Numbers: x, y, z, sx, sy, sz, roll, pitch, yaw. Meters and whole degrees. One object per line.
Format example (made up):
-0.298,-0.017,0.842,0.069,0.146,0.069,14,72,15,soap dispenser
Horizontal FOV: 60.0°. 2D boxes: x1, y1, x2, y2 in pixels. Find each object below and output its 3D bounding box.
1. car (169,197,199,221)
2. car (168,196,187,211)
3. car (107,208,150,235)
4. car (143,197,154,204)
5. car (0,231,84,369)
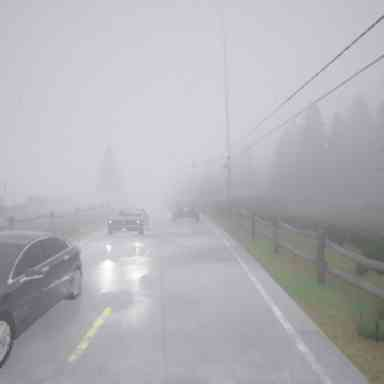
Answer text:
-0.607,1.373,27.179,2.097,1.767,4.553,0,0,-4,car
-1.867,1.383,42.204,2.097,1.767,4.553,0,0,-6,car
-3.536,1.616,19.124,1.895,1.301,4.718,0,0,-2,car
-8.367,1.602,64.359,1.994,1.385,4.181,0,0,-10,car
-3.329,1.509,5.652,1.837,1.490,4.892,0,0,0,car
